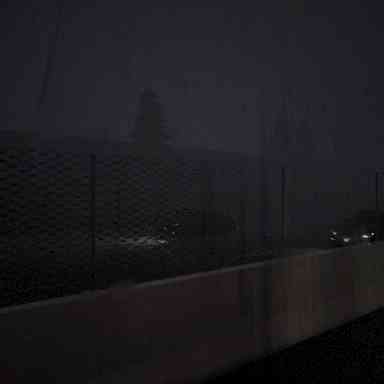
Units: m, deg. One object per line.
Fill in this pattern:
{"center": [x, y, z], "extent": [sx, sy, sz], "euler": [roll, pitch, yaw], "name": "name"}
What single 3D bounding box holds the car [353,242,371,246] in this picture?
{"center": [7.708, 1.499, 13.791], "extent": [4.892, 1.490, 1.837], "euler": [-1, 1, -36], "name": "car"}
